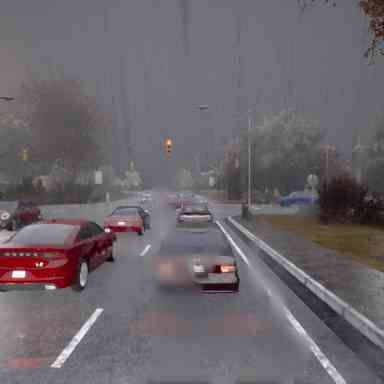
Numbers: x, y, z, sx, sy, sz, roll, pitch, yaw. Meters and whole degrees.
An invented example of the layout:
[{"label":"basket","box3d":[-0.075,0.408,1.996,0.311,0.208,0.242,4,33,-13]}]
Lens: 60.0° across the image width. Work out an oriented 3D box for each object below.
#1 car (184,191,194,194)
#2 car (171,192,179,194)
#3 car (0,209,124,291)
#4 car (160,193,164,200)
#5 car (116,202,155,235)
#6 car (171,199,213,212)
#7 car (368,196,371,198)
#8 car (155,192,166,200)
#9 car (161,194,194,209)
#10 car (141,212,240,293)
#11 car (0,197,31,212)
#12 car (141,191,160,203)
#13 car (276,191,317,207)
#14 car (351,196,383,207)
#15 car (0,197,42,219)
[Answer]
[{"label":"car","box3d":[-0.449,0.714,86.177,2.128,1.511,4.902,0,1,-4]},{"label":"car","box3d":[-3.391,1.001,61.537,2.128,1.511,4.902,0,1,0]},{"label":"car","box3d":[-3.393,1.445,8.993,1.882,1.535,5.008,0,0,0]},{"label":"car","box3d":[-7.021,0.962,65.409,2.128,1.511,4.902,0,1,0]},{"label":"car","box3d":[-3.390,1.458,17.980,1.994,1.385,4.181,0,1,0]},{"label":"car","box3d":[0.138,1.380,18.611,2.128,1.511,4.902,0,0,-1]},{"label":"car","box3d":[18.082,1.257,32.715,4.902,1.511,2.128,0,1,-3]},{"label":"car","box3d":[-7.086,0.871,75.797,2.128,1.511,4.902,0,1,-1]},{"label":"car","box3d":[-0.651,1.269,35.169,4.674,1.442,1.812,0,1,-3]},{"label":"car","box3d":[0.104,1.515,8.919,2.033,1.411,5.357,0,0,0]},{"label":"car","box3d":[-19.470,1.245,34.115,4.902,1.511,2.128,0,0,-3]},{"label":"car","box3d":[-7.066,0.790,55.237,2.150,2.045,5.566,0,1,0]},{"label":"car","box3d":[13.785,0.895,43.189,5.566,2.045,2.150,0,1,-4]},{"label":"car","box3d":[24.086,1.216,43.767,5.357,1.411,2.033,0,1,-3]},{"label":"car","box3d":[-10.518,1.235,19.190,2.097,1.767,4.553,0,0,-1]}]
